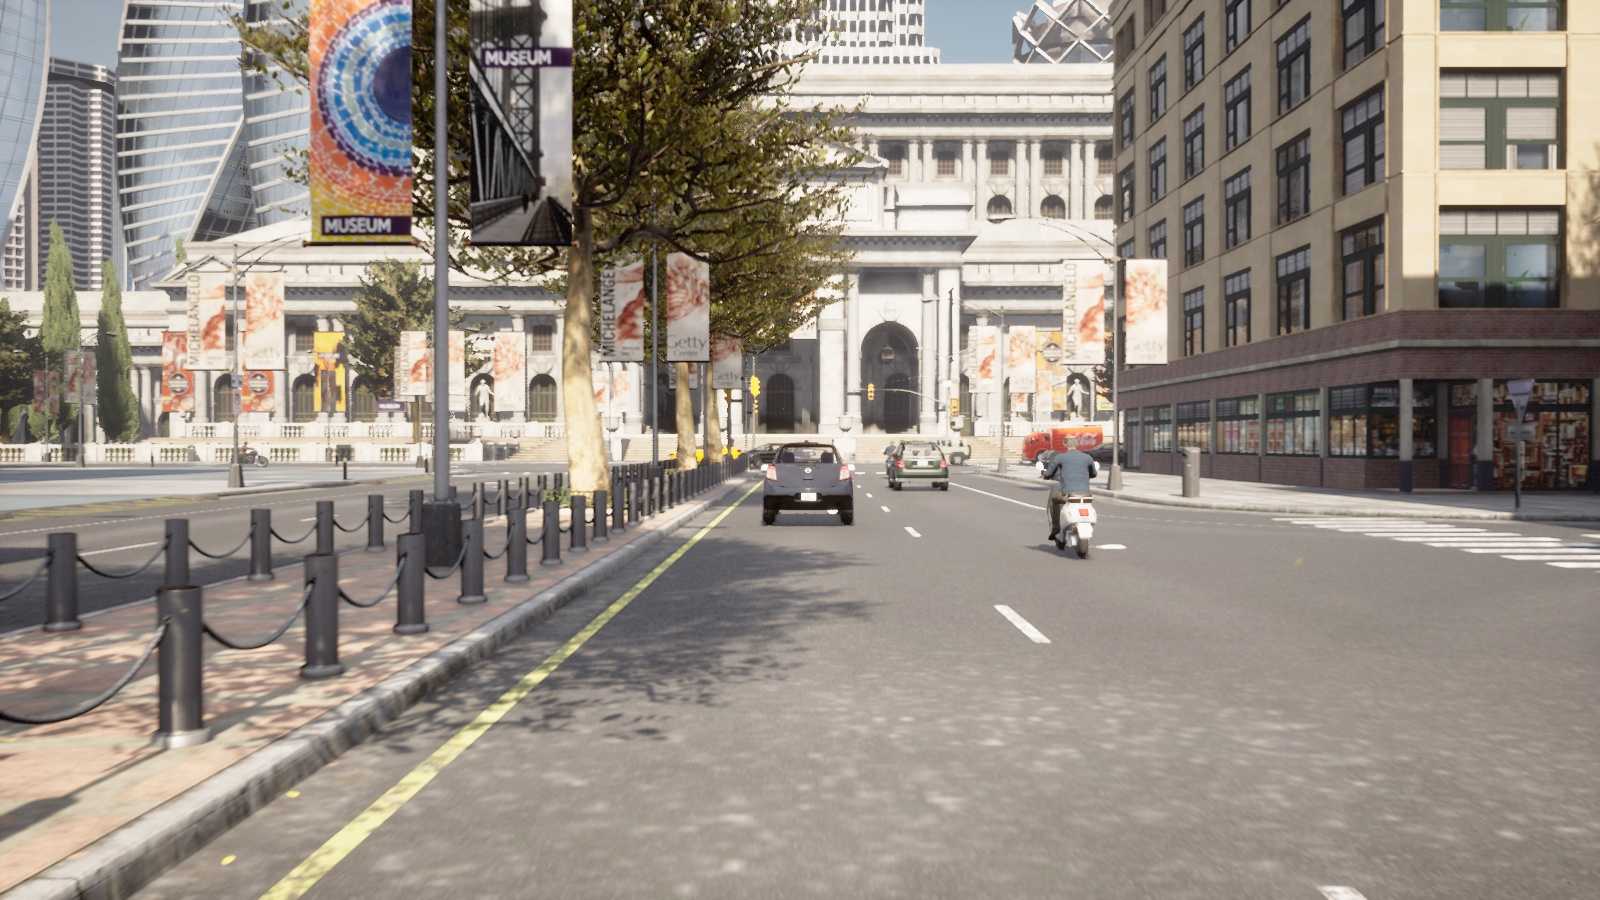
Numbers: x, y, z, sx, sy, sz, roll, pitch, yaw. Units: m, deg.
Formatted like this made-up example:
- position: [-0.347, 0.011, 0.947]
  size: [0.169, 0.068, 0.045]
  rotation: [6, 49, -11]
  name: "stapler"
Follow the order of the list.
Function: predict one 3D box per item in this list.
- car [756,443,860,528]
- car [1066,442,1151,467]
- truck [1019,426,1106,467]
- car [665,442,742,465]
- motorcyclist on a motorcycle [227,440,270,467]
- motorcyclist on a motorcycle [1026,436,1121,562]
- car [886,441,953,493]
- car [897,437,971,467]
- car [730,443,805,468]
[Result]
- position: [0.152, 0.624, 24.131]
  size: [1.845, 1.501, 3.633]
  rotation: [0, 0, 0]
  name: "car"
- position: [19.776, 0.286, 80.561]
  size: [5.008, 1.535, 1.882]
  rotation: [0, 0, 1]
  name: "car"
- position: [17.556, -0.231, 84.079]
  size: [5.204, 2.467, 2.627]
  rotation: [-2, 0, 1]
  name: "truck"
- position: [-6.456, 0.244, 84.315]
  size: [5.008, 1.535, 1.882]
  rotation: [0, 0, 1]
  name: "car"
- position: [-34.050, 0.232, 77.579]
  size: [2.350, 1.649, 0.766]
  rotation: [0, 0, 0]
  name: "motorcyclist on a motorcycle"
- position: [3.610, 0.609, 16.730]
  size: [0.866, 1.590, 1.817]
  rotation: [0, 0, 0]
  name: "motorcyclist on a motorcycle"
- position: [3.741, 0.503, 39.933]
  size: [1.789, 1.549, 3.705]
  rotation: [0, 0, 0]
  name: "car"
- position: [8.586, 0.116, 80.668]
  size: [4.605, 1.855, 1.932]
  rotation: [0, 0, 1]
  name: "car"
- position: [-1.950, 0.330, 76.041]
  size: [4.193, 1.474, 1.816]
  rotation: [0, 0, -35]
  name: "car"
